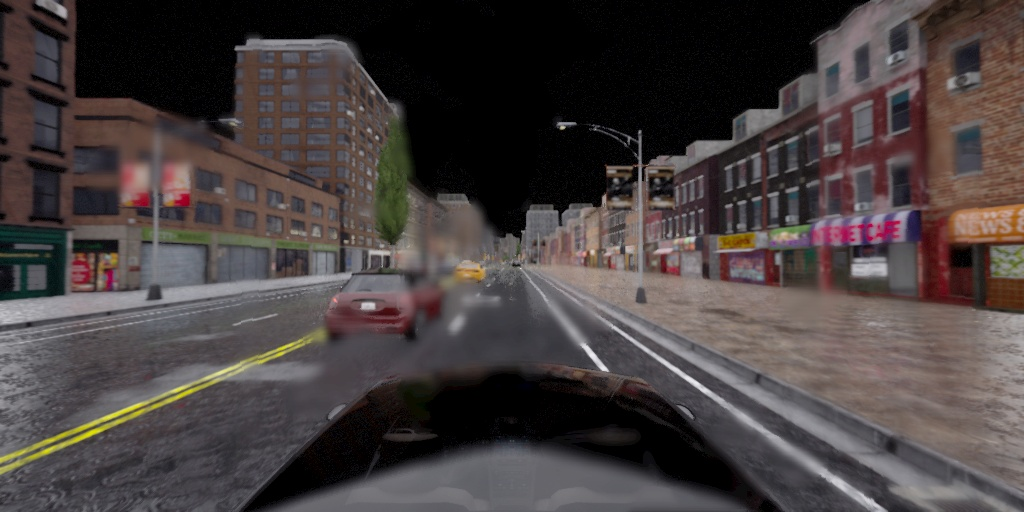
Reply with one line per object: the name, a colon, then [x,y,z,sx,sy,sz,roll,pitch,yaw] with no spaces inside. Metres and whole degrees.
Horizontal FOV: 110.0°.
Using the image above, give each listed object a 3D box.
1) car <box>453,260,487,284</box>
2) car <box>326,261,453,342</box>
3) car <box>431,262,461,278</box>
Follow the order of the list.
car: [-3.149,1.290,28.061,1.882,1.535,5.008,0,0,0]
car: [-3.149,1.118,9.991,2.097,1.767,4.553,0,0,0]
car: [-6.587,1.399,36.573,2.033,1.411,5.357,0,0,0]
